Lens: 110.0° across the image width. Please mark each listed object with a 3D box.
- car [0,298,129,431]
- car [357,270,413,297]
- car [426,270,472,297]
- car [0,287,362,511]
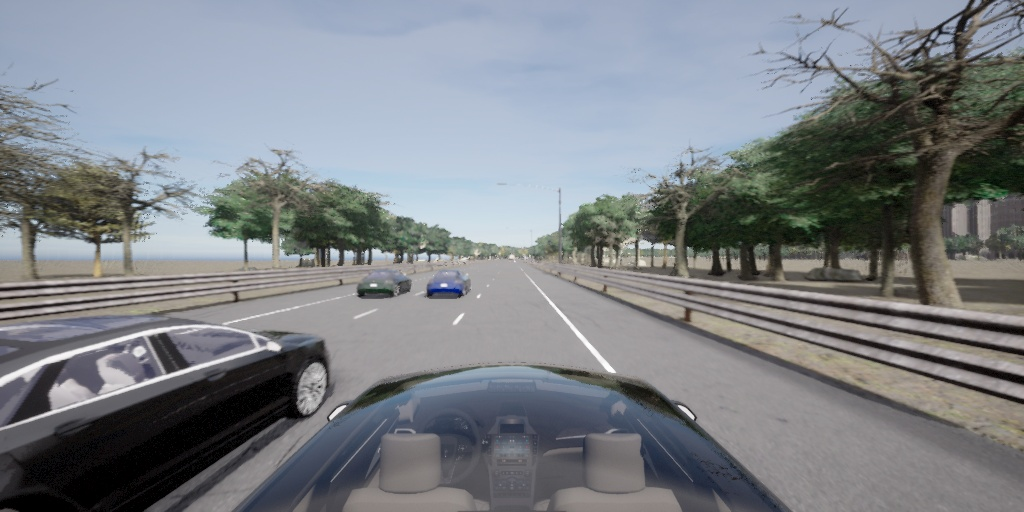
[{"bbox_3d":[-6.901,1.325,3.428,1.994,1.385,4.181,0,0,0],"label":"car"},{"bbox_3d":[-6.899,1.437,19.890,1.994,1.385,4.181,0,0,0],"label":"car"},{"bbox_3d":[-3.397,1.438,19.932,1.994,1.385,4.181,0,0,0],"label":"car"},{"bbox_3d":[-3.399,1.250,3.024,2.128,1.511,4.902,0,0,0],"label":"car"}]
